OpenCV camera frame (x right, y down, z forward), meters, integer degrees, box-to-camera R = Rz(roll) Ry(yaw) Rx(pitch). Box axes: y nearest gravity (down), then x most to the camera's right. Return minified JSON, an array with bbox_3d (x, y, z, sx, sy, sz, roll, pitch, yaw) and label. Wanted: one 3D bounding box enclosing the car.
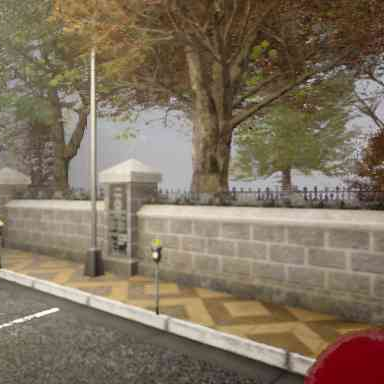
[{"bbox_3d":[2.777,1.326,0.902,5.009,1.841,2.192,0,0,36],"label":"car"}]
